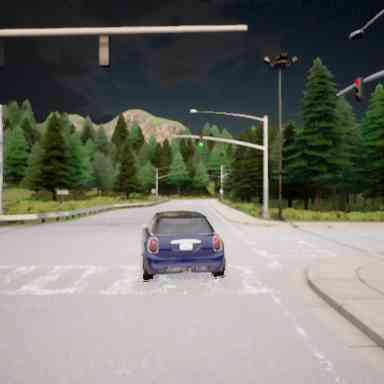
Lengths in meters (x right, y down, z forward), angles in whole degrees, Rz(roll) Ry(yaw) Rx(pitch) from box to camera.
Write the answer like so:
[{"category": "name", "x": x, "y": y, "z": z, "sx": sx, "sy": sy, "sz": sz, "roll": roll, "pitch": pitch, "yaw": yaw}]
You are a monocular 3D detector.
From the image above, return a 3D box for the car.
[{"category": "car", "x": -0.481, "y": 1.340, "z": 10.104, "sx": 2.097, "sy": 1.767, "sz": 4.553, "roll": 0, "pitch": 0, "yaw": -9}]
